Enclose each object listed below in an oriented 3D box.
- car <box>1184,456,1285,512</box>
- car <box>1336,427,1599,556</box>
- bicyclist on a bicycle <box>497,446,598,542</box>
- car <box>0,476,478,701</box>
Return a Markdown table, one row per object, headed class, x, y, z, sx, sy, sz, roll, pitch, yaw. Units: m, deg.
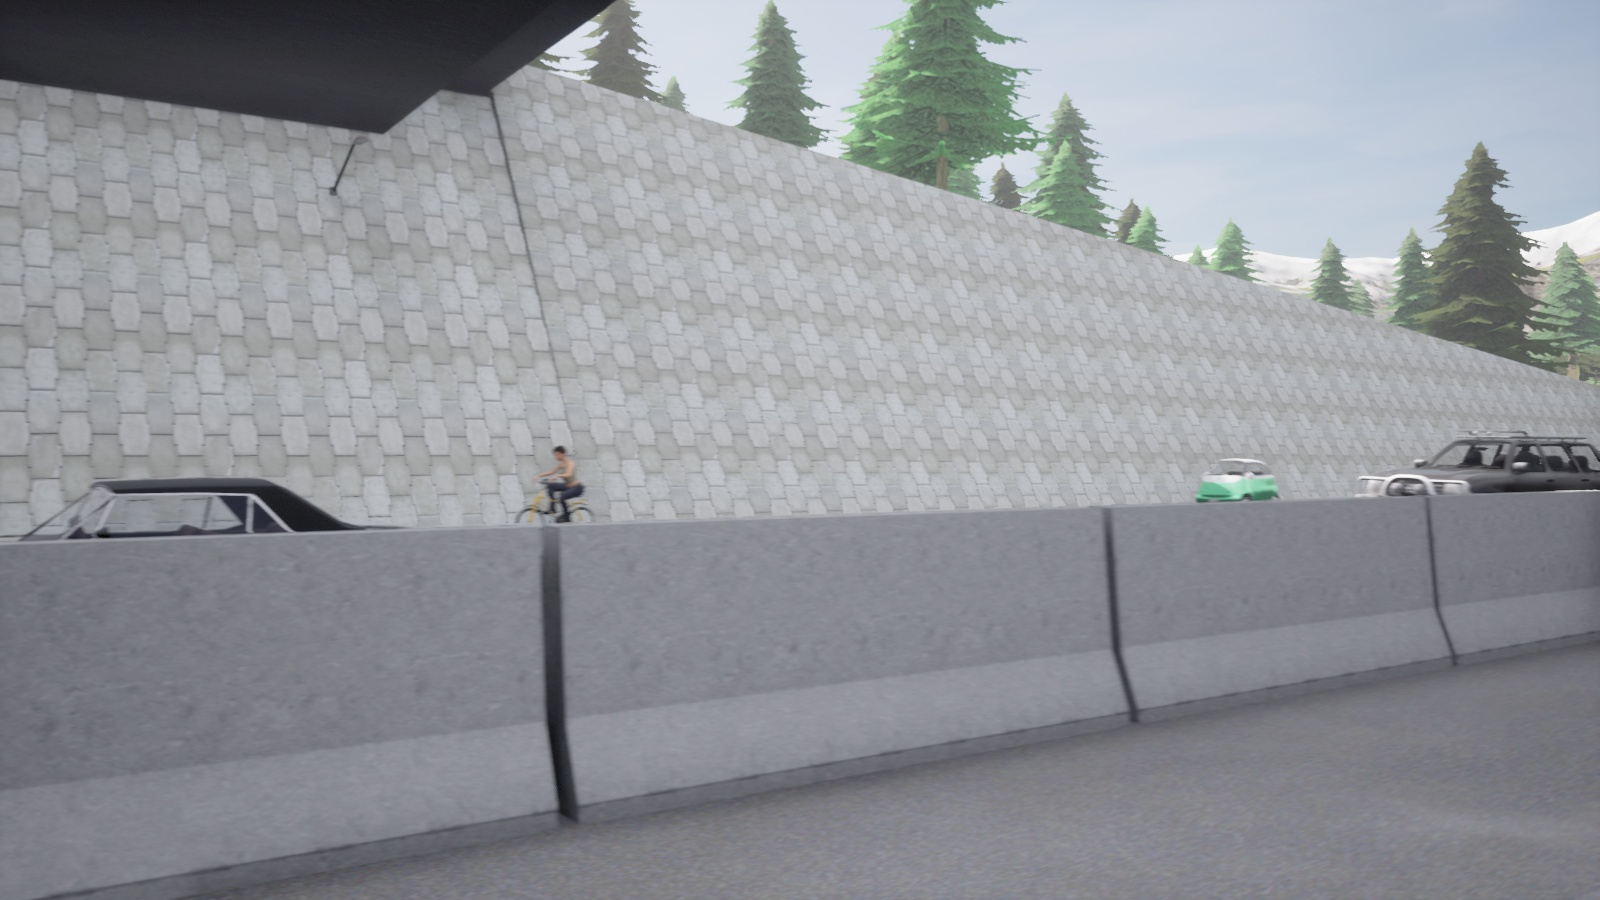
| class | x | y | z | sx | sy | sz | roll | pitch | yaw |
| --- | --- | --- | --- | --- | --- | --- | --- | --- | --- |
| car | 11.394 | 0.858 | 32.910 | 2.207 | 1.376 | 1.481 | -1 | 0 | -35 |
| car | 10.944 | 0.588 | 20.016 | 4.605 | 1.855 | 1.932 | 0 | 1 | -28 |
| bicyclist on a bicycle | -4.405 | 0.744 | 21.908 | 1.509 | 1.612 | 0.866 | 0 | 0 | -35 |
| car | -4.880 | 0.877 | 8.790 | 4.718 | 1.301 | 1.895 | 0 | 0 | -35 |
